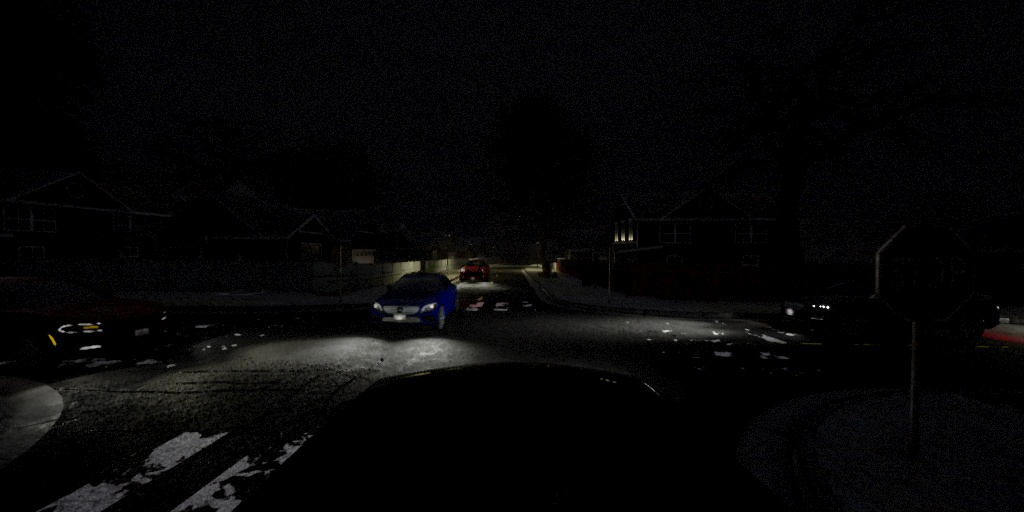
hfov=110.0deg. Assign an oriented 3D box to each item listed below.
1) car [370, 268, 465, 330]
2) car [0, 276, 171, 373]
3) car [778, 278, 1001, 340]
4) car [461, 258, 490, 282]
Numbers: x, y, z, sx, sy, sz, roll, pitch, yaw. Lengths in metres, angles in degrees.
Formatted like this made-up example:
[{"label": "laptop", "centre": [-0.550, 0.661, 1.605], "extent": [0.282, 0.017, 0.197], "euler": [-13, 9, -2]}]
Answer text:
[{"label": "car", "centre": [-2.787, 1.253, 11.202], "extent": [1.812, 1.442, 4.674], "euler": [1, 0, 0]}, {"label": "car", "centre": [-9.525, 1.146, 6.951], "extent": [5.008, 1.535, 1.882], "euler": [1, 1, 3]}, {"label": "car", "centre": [10.313, 1.360, 10.040], "extent": [4.902, 1.511, 2.128], "euler": [1, 1, 2]}, {"label": "car", "centre": [-2.872, 1.073, 28.541], "extent": [2.097, 1.767, 4.553], "euler": [0, 0, 0]}]
